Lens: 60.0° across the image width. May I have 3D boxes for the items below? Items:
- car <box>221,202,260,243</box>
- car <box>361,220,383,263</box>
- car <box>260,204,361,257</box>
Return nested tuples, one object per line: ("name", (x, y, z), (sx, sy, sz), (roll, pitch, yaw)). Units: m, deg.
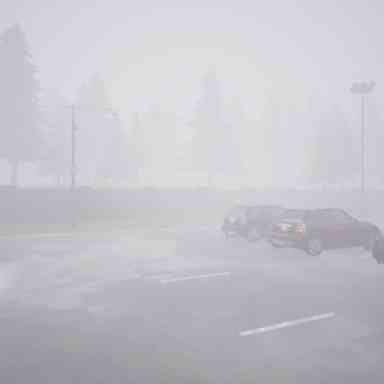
("car", (3.758, 1.375, 16.351), (4.553, 1.767, 2.097), (0, 0, -26))
("car", (7.723, 1.587, 10.496), (4.181, 1.385, 1.994), (0, 0, -26))
("car", (5.297, 1.374, 13.206), (4.553, 1.767, 2.097), (0, 0, -26))
